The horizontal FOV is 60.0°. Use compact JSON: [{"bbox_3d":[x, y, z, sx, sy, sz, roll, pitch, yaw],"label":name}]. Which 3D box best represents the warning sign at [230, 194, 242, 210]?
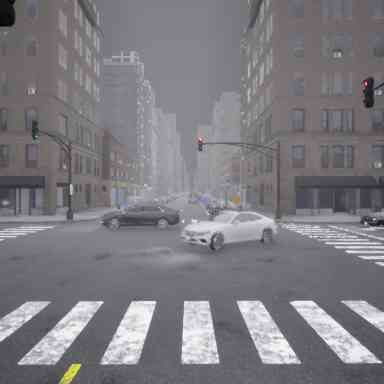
[{"bbox_3d":[5.227,1.118,39.351,1.300,1.860,1.060,0,0,0],"label":"warning sign"}]

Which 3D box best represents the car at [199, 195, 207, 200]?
[{"bbox_3d":[3.034,1.558,90.060,1.947,1.339,4.313,0,0,0],"label":"car"}]

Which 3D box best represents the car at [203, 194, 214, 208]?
[{"bbox_3d":[2.847,1.443,44.705,1.967,1.590,4.097,0,0,0],"label":"car"}]

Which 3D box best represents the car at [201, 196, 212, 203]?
[{"bbox_3d":[2.941,1.552,67.382,2.008,1.369,4.403,0,0,0],"label":"car"}]

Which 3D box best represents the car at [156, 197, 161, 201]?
[{"bbox_3d":[-5.678,1.569,44.736,1.947,1.339,4.313,0,0,0],"label":"car"}]

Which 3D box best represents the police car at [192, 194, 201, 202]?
[{"bbox_3d":[1.120,1.422,79.464,1.930,1.638,5.238,0,0,-1],"label":"police car"}]

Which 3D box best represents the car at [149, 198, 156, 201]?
[{"bbox_3d":[-5.702,1.443,39.068,1.967,1.590,4.097,0,0,0],"label":"car"}]

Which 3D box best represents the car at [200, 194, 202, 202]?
[{"bbox_3d":[2.918,1.527,61.882,1.752,1.417,4.829,0,0,0],"label":"car"}]

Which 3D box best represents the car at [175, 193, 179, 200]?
[{"bbox_3d":[-5.491,1.307,90.082,2.192,1.841,5.009,0,0,0],"label":"car"}]

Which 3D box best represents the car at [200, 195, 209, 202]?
[{"bbox_3d":[2.988,1.437,78.721,1.967,1.590,4.097,0,0,0],"label":"car"}]

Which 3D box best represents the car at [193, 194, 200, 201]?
[{"bbox_3d":[1.152,1.448,89.559,1.801,1.575,5.366,0,0,0],"label":"car"}]

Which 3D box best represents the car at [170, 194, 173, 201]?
[{"bbox_3d":[-5.585,1.567,67.409,1.947,1.339,4.313,0,0,0],"label":"car"}]

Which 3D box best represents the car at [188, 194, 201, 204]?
[{"bbox_3d":[0.255,1.566,62.937,1.994,1.385,4.181,0,0,0],"label":"car"}]

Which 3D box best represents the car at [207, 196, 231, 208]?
[{"bbox_3d":[2.801,1.442,33.367,1.967,1.590,4.097,0,0,0],"label":"car"}]

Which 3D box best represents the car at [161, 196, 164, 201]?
[{"bbox_3d":[-5.655,1.585,50.405,1.802,1.307,4.206,0,0,0],"label":"car"}]

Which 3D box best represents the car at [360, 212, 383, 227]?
[{"bbox_3d":[13.472,1.561,20.697,5.357,1.411,2.033,0,0,0],"label":"car"}]

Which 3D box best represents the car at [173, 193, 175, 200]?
[{"bbox_3d":[-5.539,1.522,78.576,1.752,1.417,4.829,0,0,0],"label":"car"}]

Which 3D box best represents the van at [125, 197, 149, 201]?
[{"bbox_3d":[-5.725,1.343,33.400,1.690,1.788,3.998,0,0,0],"label":"van"}]

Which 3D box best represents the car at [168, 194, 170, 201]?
[{"bbox_3d":[-5.609,1.527,61.571,1.752,1.417,4.829,0,0,0],"label":"car"}]

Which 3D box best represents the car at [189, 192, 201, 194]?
[{"bbox_3d":[0.297,1.039,72.971,2.150,2.045,5.566,0,0,0],"label":"car"}]

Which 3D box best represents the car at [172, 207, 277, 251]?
[{"bbox_3d":[1.700,1.530,14.368,4.674,1.442,1.812,0,-1,-36],"label":"car"}]

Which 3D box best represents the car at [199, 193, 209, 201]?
[{"bbox_3d":[3.010,1.310,84.389,2.192,1.841,5.009,0,0,0],"label":"car"}]

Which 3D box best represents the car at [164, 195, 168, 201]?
[{"bbox_3d":[-5.632,1.569,56.073,1.947,1.339,4.313,0,0,0],"label":"car"}]

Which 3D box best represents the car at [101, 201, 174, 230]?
[{"bbox_3d":[-3.131,1.506,20.607,4.892,1.490,1.837,0,0,0],"label":"car"}]

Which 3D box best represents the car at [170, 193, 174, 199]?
[{"bbox_3d":[-5.561,1.544,73.077,1.887,1.381,4.507,0,0,0],"label":"car"}]

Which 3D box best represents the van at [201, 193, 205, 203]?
[{"bbox_3d":[2.894,1.344,56.043,1.690,1.788,3.998,0,0,0],"label":"van"}]
